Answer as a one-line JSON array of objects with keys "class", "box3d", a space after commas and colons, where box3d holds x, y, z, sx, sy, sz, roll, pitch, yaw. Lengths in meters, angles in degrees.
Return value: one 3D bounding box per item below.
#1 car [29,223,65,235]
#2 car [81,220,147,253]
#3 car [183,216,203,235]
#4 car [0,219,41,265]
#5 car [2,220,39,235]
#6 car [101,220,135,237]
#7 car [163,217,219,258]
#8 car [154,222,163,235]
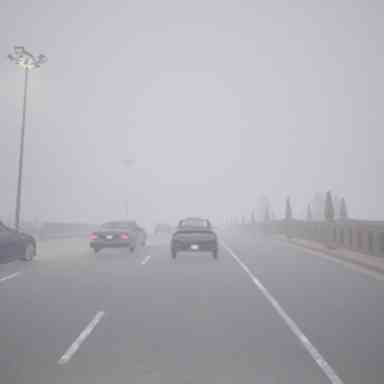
[{"class": "car", "box3d": [-17.586, 4.517, 40.788, 2.033, 1.411, 5.357, 0, -6, 0]}, {"class": "car", "box3d": [-3.399, 2.074, 16.203, 2.033, 1.411, 5.357, 0, -4, 0]}, {"class": "car", "box3d": [0.103, 3.913, 38.343, 2.150, 2.045, 5.566, 0, -6, 0]}, {"class": "car", "box3d": [-6.900, 1.590, 10.665, 2.097, 1.767, 4.553, 0, -2, 0]}, {"class": "car", "box3d": [-21.082, 4.348, 41.054, 2.097, 1.767, 4.553, 0, -6, 0]}, {"class": "car", "box3d": [-6.897, 3.498, 31.785, 2.033, 1.411, 5.357, 0, -6, 0]}, {"class": "car", "box3d": [0.101, 1.918, 14.509, 2.128, 1.511, 4.902, 0, -3, 0]}, {"class": "car", "box3d": [-3.397, 4.343, 39.747, 2.128, 1.511, 4.902, 0, -6, 0]}]
